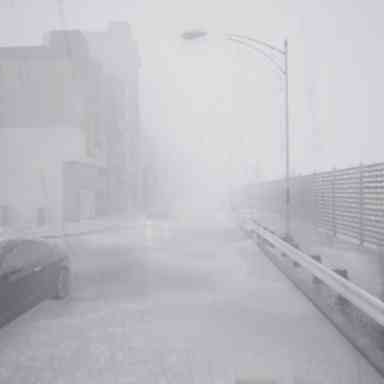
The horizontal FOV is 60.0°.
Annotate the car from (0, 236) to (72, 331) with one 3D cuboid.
[{"bbox_3d":[-3.689,1.578,5.840,1.812,1.442,4.674,-1,0,2],"label":"car"}]

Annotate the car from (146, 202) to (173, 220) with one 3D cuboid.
[{"bbox_3d":[-2.752,1.596,28.931,1.812,1.442,4.674,-1,0,2],"label":"car"}]
